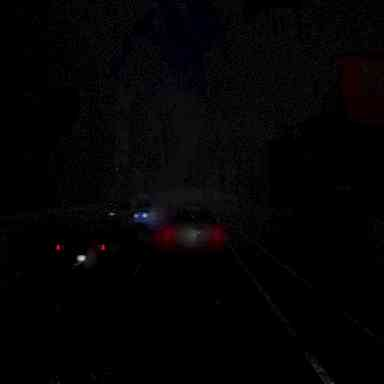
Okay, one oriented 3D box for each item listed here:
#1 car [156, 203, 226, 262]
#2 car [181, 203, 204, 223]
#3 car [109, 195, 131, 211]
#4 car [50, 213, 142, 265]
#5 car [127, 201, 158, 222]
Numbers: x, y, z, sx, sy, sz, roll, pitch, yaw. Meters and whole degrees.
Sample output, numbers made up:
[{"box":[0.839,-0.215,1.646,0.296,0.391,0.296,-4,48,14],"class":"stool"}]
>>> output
[{"box":[0.044,1.419,12.471,2.097,1.767,4.553,0,0,1],"class":"car"},{"box":[0.046,1.697,28.270,1.812,1.442,4.674,0,0,0],"class":"car"},{"box":[-9.848,1.459,46.094,2.150,2.045,5.566,0,0,0],"class":"car"},{"box":[-3.212,1.664,11.963,1.895,1.301,4.718,0,0,1],"class":"car"},{"box":[-3.232,1.703,25.414,2.033,1.411,5.357,0,0,0],"class":"car"}]
